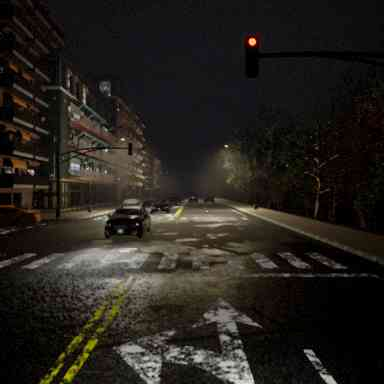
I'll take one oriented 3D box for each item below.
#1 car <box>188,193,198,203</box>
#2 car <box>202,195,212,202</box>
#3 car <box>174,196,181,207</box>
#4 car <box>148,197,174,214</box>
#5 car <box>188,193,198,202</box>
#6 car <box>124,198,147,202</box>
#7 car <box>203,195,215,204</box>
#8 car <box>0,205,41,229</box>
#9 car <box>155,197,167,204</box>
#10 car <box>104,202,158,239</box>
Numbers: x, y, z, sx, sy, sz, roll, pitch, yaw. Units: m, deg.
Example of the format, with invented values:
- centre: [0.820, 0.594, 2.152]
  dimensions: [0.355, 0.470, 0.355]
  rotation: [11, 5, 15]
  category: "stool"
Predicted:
- centre: [0.316, 1.498, 66.466]
  dimensions: [2.128, 1.511, 4.902]
  rotation: [0, 0, 0]
  category: "car"
- centre: [3.498, 1.482, 76.469]
  dimensions: [2.033, 1.411, 5.357]
  rotation: [0, 0, 0]
  category: "car"
- centre: [-3.175, 1.506, 52.374]
  dimensions: [1.837, 1.490, 4.892]
  rotation: [0, 0, 0]
  category: "car"
- centre: [-3.232, 1.502, 35.501]
  dimensions: [1.837, 1.490, 4.892]
  rotation: [0, 0, 0]
  category: "car"
- centre: [0.249, 1.238, 76.557]
  dimensions: [2.150, 2.045, 5.566]
  rotation: [0, 0, 0]
  category: "car"
- centre: [-6.482, 1.489, 35.537]
  dimensions: [2.128, 1.511, 4.902]
  rotation: [0, 0, 0]
  category: "car"
- centre: [3.464, 1.511, 66.049]
  dimensions: [1.837, 1.490, 4.892]
  rotation: [0, 0, 0]
  category: "car"
- centre: [-12.423, 1.609, 21.341]
  dimensions: [5.008, 1.535, 1.882]
  rotation: [-1, 2, -21]
  category: "car"
- centre: [-6.291, 1.637, 67.373]
  dimensions: [1.895, 1.301, 4.718]
  rotation: [0, 0, 1]
  category: "car"
- centre: [-3.301, 1.530, 17.759]
  dimensions: [2.128, 1.511, 4.902]
  rotation: [0, 0, 0]
  category: "car"
